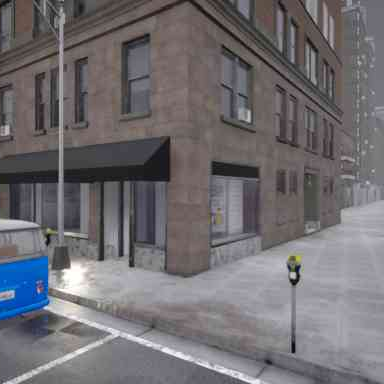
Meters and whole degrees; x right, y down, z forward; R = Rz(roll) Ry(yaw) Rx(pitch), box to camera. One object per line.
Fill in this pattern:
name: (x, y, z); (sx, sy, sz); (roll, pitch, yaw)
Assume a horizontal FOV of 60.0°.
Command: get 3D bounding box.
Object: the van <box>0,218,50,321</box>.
van: (-4.343, 1.340, 6.118); (3.998, 1.788, 1.690); (0, 0, 35)
